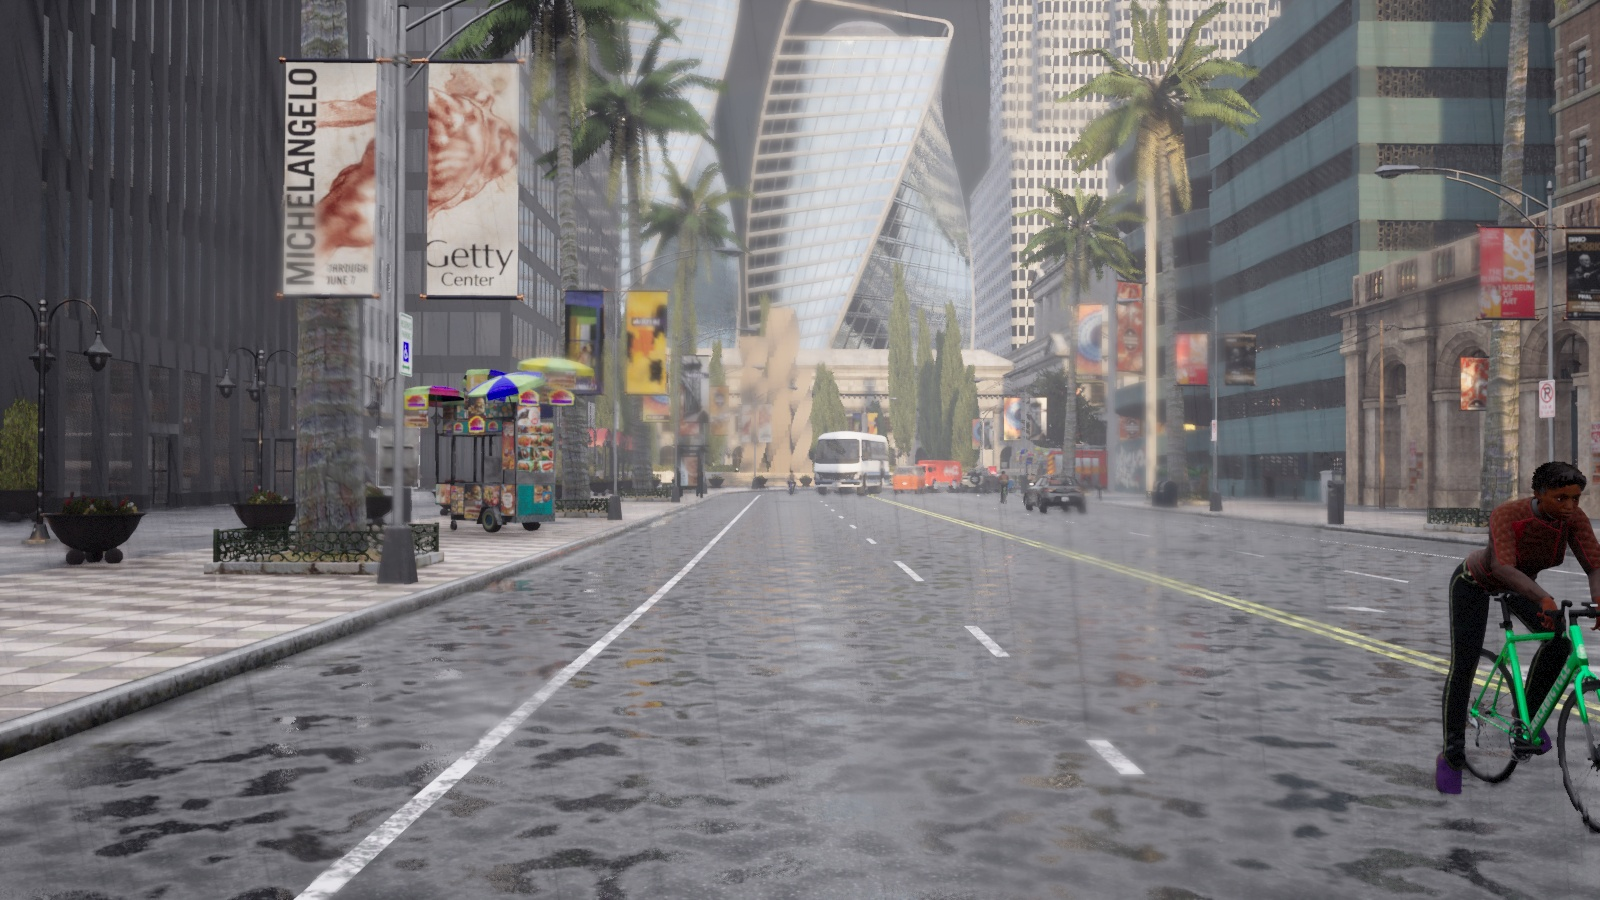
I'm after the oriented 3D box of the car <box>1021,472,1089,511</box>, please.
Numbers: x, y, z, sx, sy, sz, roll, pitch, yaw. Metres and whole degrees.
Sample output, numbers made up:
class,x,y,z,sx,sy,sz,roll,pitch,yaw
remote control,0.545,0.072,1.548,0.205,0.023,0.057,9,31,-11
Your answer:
class,x,y,z,sx,sy,sz,roll,pitch,yaw
car,10.071,1.623,49.856,1.816,1.474,4.193,0,-1,-1

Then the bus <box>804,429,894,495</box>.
class,x,y,z,sx,sy,sz,roll,pitch,yaw
bus,3.553,0.879,86.847,3.944,4.253,10.273,-1,-1,15

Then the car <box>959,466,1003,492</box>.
class,x,y,z,sx,sy,sz,roll,pitch,yaw
car,13.624,2.155,94.233,1.932,1.855,4.605,-1,-1,26

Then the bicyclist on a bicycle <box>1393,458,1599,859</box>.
class,x,y,z,sx,sy,sz,roll,pitch,yaw
bicyclist on a bicycle,3.486,0.853,5.915,0.582,1.620,1.656,0,-1,0

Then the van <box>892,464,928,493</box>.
class,x,y,z,sx,sy,sz,roll,pitch,yaw
van,7.829,2.029,89.156,1.775,1.987,4.442,-1,-1,15
